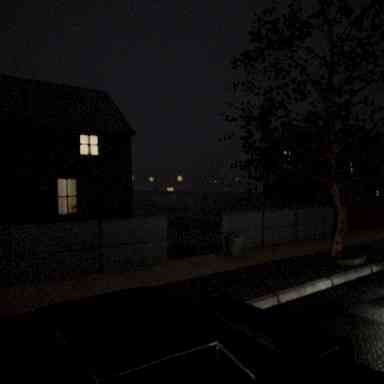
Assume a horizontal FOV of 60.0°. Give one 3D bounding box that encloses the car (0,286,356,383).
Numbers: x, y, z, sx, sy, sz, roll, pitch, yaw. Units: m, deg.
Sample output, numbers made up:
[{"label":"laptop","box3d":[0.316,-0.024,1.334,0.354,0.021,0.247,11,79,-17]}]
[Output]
[{"label":"car","box3d":[-0.822,1.598,2.453,4.718,1.301,1.895,0,0,-37]}]
